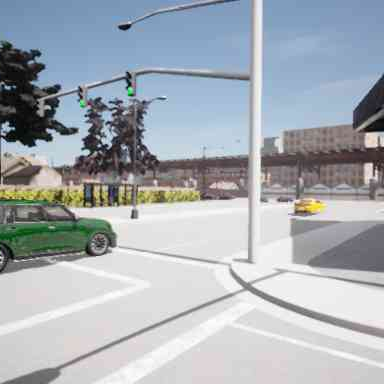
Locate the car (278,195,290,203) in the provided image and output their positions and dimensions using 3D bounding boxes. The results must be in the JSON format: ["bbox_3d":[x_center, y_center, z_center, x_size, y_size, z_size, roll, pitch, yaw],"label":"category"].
[{"bbox_3d":[17.165,1.315,61.117,1.994,1.385,4.181,1,0,0],"label":"car"}]

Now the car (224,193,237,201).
[{"bbox_3d":[7.442,0.942,72.222,4.553,1.767,2.097,1,0,37],"label":"car"}]

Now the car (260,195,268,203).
[{"bbox_3d":[12.565,1.283,59.635,1.994,1.385,4.181,1,0,13],"label":"car"}]

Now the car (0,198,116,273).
[{"bbox_3d":[-4.939,1.224,10.183,2.150,2.045,5.566,1,-1,37],"label":"car"}]

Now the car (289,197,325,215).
[{"bbox_3d":[11.487,1.418,32.355,1.882,1.535,5.008,1,-1,37],"label":"car"}]

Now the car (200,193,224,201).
[{"bbox_3d":[3.525,1.085,70.779,4.902,1.511,2.128,1,0,37],"label":"car"}]
